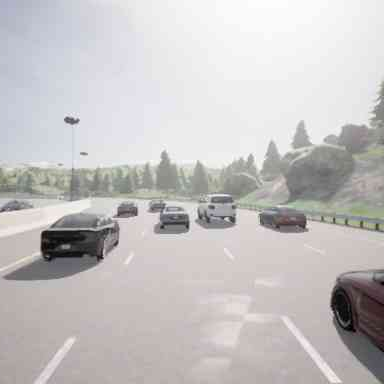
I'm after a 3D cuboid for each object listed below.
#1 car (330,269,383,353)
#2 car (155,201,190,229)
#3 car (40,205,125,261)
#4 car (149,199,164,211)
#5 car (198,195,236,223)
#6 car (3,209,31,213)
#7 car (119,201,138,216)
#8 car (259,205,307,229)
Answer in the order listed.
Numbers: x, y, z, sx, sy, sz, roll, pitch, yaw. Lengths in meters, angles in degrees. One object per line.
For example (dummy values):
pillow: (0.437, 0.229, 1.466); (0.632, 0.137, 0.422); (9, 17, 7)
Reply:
car: (3.449, 1.557, 4.177); (1.994, 1.385, 4.181); (0, 0, -1)
car: (-1.221, 1.551, 21.942); (2.033, 1.411, 5.357); (0, 0, -6)
car: (-3.915, 1.486, 12.413); (1.882, 1.535, 5.008); (0, 0, -3)
car: (-4.231, 1.558, 40.887); (2.033, 1.411, 5.357); (0, 0, -12)
car: (1.836, 1.219, 25.653); (2.150, 2.045, 5.566); (0, 0, -7)
car: (-16.953, 1.529, 32.523); (2.128, 1.511, 4.902); (0, 0, -10)
car: (-6.378, 1.578, 33.190); (1.994, 1.385, 4.181); (0, 0, -9)
car: (5.797, 1.553, 21.698); (1.994, 1.385, 4.181); (0, 0, -6)
